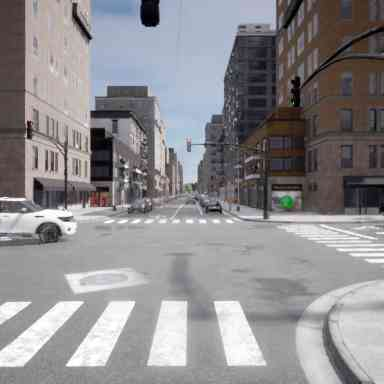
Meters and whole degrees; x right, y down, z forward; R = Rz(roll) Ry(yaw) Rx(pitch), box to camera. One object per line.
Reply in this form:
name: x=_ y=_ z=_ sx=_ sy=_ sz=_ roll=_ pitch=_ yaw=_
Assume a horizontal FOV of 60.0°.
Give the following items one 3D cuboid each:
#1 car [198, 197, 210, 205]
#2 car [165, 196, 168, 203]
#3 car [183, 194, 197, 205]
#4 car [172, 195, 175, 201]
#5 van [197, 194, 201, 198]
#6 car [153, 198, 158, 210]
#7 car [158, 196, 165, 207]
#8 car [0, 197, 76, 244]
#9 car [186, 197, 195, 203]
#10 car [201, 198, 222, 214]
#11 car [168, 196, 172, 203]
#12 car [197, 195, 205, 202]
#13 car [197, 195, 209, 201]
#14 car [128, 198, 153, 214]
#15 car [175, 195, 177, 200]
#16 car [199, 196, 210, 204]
car: x=2.263 y=1.647 z=63.671 sx=2.008 sy=1.369 sz=4.403 roll=0 pitch=0 yaw=0
car: x=-5.759 y=1.634 z=58.156 sx=2.008 sy=1.369 sz=4.403 roll=0 pitch=0 yaw=0
car: x=-0.273 y=1.643 z=63.250 sx=2.033 sy=1.411 sz=5.357 roll=0 pitch=0 yaw=0
car: x=-5.769 y=1.694 z=80.199 sx=2.008 sy=1.369 sz=4.403 roll=0 pitch=0 yaw=0
van: x=2.266 y=1.424 z=58.160 sx=1.690 sy=1.788 sz=3.998 roll=0 pitch=0 yaw=0
car: x=-5.751 y=1.489 z=41.624 sx=1.967 sy=1.590 sz=4.097 roll=0 pitch=0 yaw=0
car: x=-5.756 y=1.653 z=52.645 sx=1.802 sy=1.307 sz=4.206 roll=0 pitch=0 yaw=0
car: x=-8.149 y=1.247 z=14.898 sx=5.566 sy=2.045 sz=2.150 roll=0 pitch=0 yaw=-15
car: x=-0.368 y=1.720 z=73.596 sx=1.895 sy=1.301 sz=4.718 roll=0 pitch=0 yaw=0
car: x=2.276 y=1.606 z=36.116 sx=1.947 sy=1.339 sz=4.313 roll=0 pitch=0 yaw=0
car: x=-5.764 y=1.552 z=69.178 sx=1.967 sy=1.590 sz=4.097 roll=0 pitch=0 yaw=0
car: x=2.253 y=1.600 z=85.714 sx=1.967 sy=1.590 sz=4.097 roll=0 pitch=0 yaw=0
car: x=2.268 y=1.637 z=52.649 sx=1.947 sy=1.339 sz=4.313 roll=0 pitch=0 yaw=0
car: x=-5.749 y=1.480 z=36.113 sx=1.967 sy=1.590 sz=4.097 roll=0 pitch=0 yaw=0
car: x=-5.774 y=1.721 z=91.221 sx=1.887 sy=1.381 sz=4.507 roll=0 pitch=0 yaw=0
car: x=2.271 y=1.641 z=47.139 sx=1.802 sy=1.307 sz=4.206 roll=0 pitch=0 yaw=0
